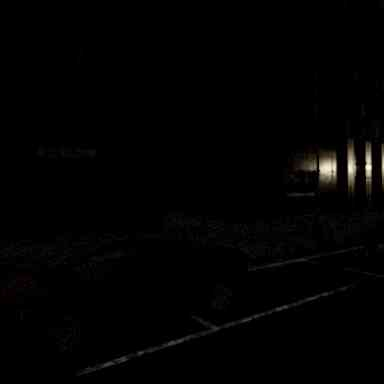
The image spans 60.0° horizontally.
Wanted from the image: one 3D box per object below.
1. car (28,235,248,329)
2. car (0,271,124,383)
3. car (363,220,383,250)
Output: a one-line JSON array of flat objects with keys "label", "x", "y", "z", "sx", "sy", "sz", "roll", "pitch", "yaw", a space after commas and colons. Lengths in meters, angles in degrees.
[{"label": "car", "x": -0.997, "y": 1.520, "z": 5.934, "sx": 4.507, "sy": 1.381, "sz": 1.887, "roll": -1, "pitch": 0, "yaw": -35}, {"label": "car", "x": -2.603, "y": 1.577, "z": 1.526, "sx": 4.181, "sy": 1.385, "sz": 1.994, "roll": -1, "pitch": 0, "yaw": -35}, {"label": "car", "x": 8.195, "y": 1.434, "z": 12.460, "sx": 4.313, "sy": 1.339, "sz": 1.947, "roll": -1, "pitch": 0, "yaw": -35}]
